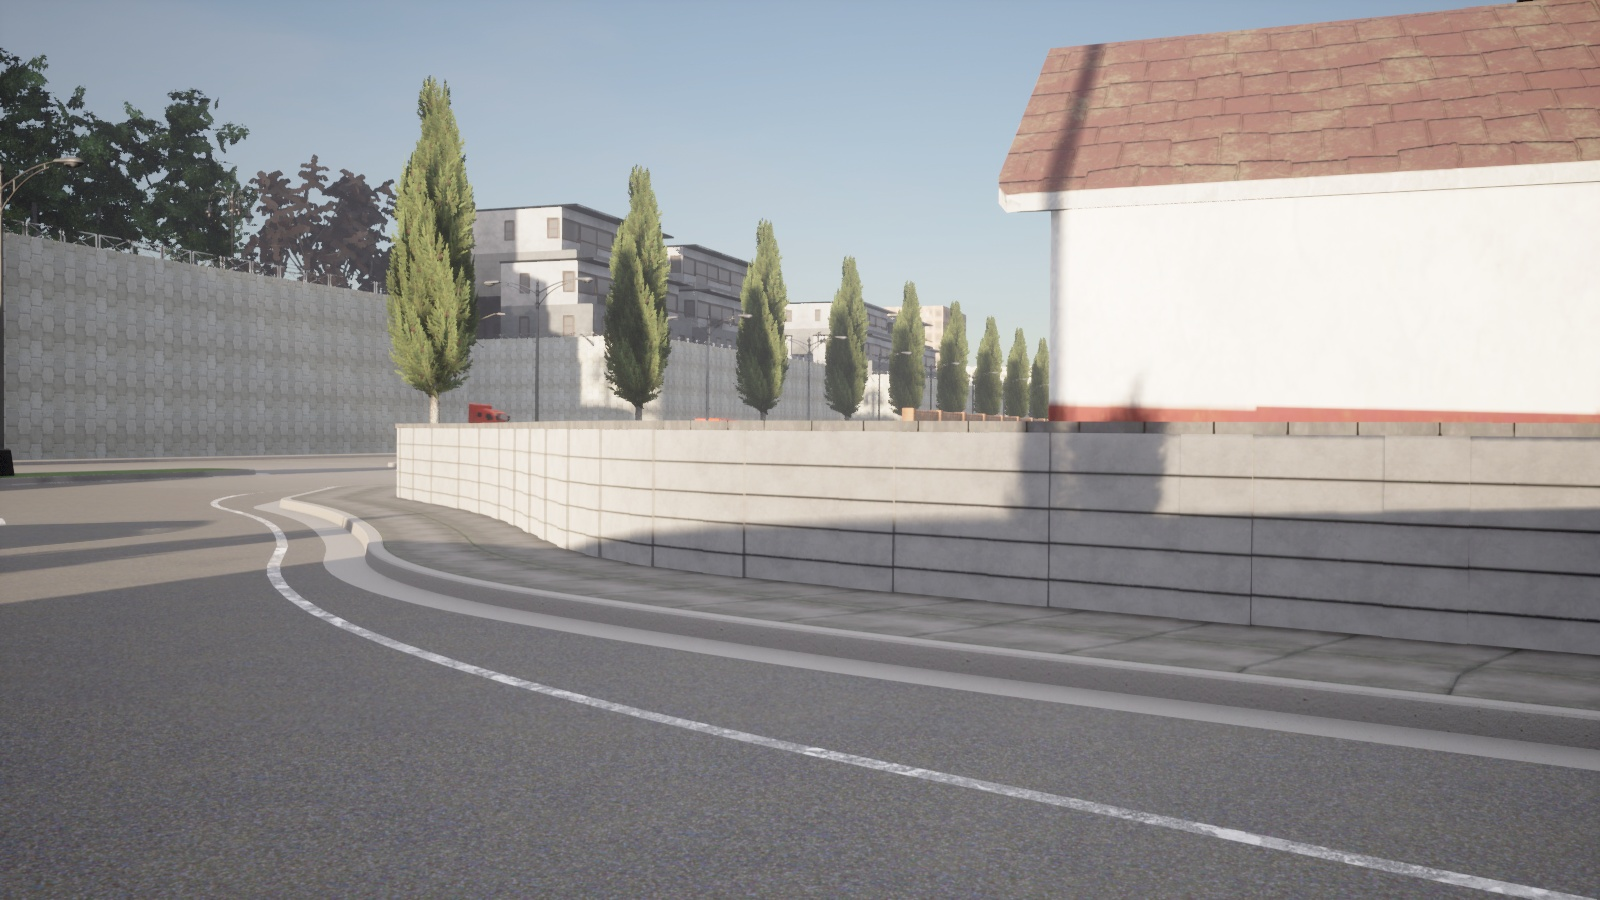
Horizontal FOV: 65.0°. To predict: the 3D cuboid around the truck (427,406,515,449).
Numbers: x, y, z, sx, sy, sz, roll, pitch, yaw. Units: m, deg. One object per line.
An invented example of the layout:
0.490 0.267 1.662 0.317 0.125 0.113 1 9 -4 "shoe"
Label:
-22.913 -1.601 87.500 5.204 2.467 2.627 6 3 22 "truck"
